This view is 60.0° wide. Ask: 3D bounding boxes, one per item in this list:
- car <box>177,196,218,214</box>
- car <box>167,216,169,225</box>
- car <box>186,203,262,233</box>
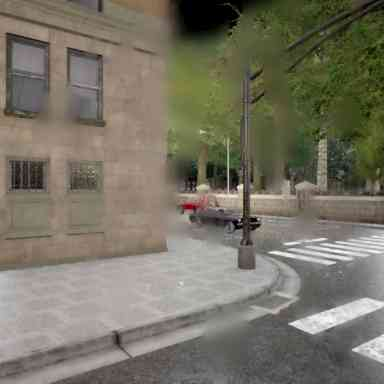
[{"bbox_3d":[0.547,1.285,31.774,2.192,1.841,5.009,0,0,-35],"label":"car"},{"bbox_3d":[-3.227,1.544,22.238,1.947,1.339,4.313,0,0,-35],"label":"car"},{"bbox_3d":[1.875,1.586,19.703,1.895,1.301,4.718,0,0,-35],"label":"car"}]
